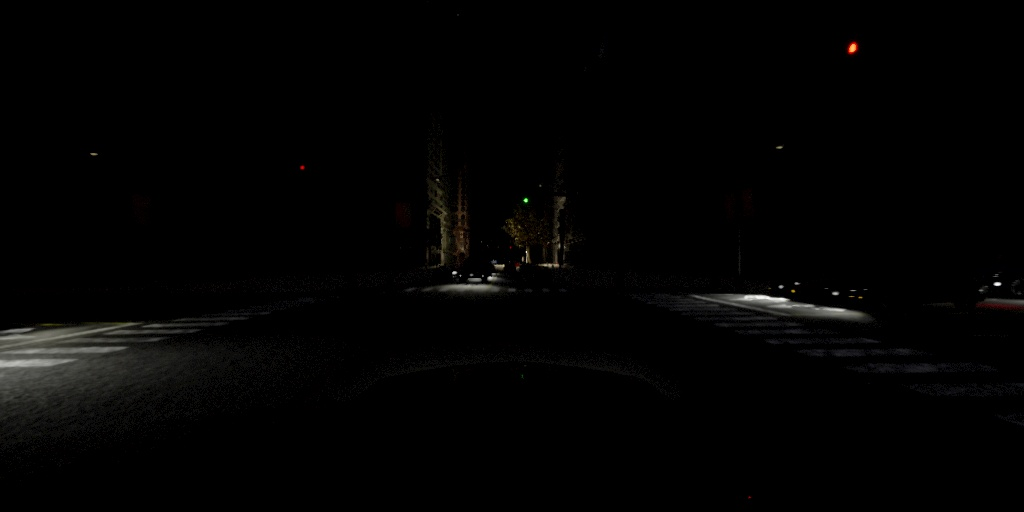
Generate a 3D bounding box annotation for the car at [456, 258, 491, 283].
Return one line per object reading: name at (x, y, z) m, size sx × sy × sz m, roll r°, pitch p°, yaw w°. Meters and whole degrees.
car at (-3.272, 1.194, 31.548) m, size 2.150 × 2.045 × 5.566 m, roll 0°, pitch -1°, yaw -1°

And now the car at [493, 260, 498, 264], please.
car at (-3.445, 1.704, 52.154) m, size 2.033 × 1.411 × 5.357 m, roll 0°, pitch -1°, yaw -2°

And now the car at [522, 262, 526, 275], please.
car at (2.482, 1.661, 43.100) m, size 1.888 × 1.381 × 4.507 m, roll 0°, pitch 0°, yaw 0°

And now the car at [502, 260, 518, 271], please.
car at (-0.332, 1.828, 61.528) m, size 1.994 × 1.385 × 4.181 m, roll 0°, pitch -1°, yaw -1°

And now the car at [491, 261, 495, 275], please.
car at (-3.362, 1.625, 41.584) m, size 1.994 × 1.385 × 4.181 m, roll 0°, pitch -1°, yaw -1°

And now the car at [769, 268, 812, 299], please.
car at (14.570, 1.234, 16.799) m, size 4.181 × 1.385 × 1.994 m, roll -1°, pitch 0°, yaw 0°

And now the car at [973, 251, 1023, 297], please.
car at (24.049, 0.791, 16.857) m, size 5.566 × 2.045 × 2.150 m, roll -1°, pitch 0°, yaw 0°

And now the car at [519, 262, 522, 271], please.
car at (2.434, 1.715, 48.543) m, size 2.007 × 1.370 × 4.403 m, roll 0°, pitch 0°, yaw 0°

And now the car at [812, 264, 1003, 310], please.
car at (14.657, 1.152, 13.530) m, size 4.892 × 1.490 × 1.837 m, roll -1°, pitch 0°, yaw 1°

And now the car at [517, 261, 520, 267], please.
car at (2.347, 1.805, 58.415) m, size 2.007 × 1.370 × 4.403 m, roll 0°, pitch 0°, yaw 0°

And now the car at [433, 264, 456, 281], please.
car at (-5.947, 1.510, 32.141) m, size 2.007 × 1.370 × 4.403 m, roll 0°, pitch 0°, yaw 0°

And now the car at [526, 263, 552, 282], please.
car at (2.577, 1.569, 32.212) m, size 2.007 × 1.370 × 4.403 m, roll 0°, pitch 0°, yaw 0°
